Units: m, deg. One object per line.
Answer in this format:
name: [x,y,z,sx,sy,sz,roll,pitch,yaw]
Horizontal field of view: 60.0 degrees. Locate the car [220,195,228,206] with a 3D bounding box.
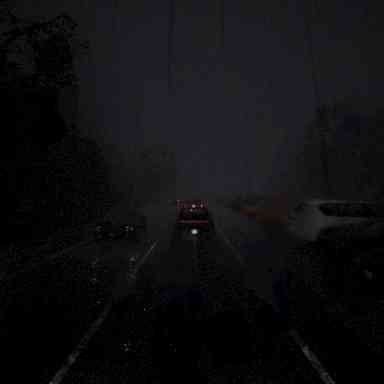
car: [7.123,1.631,49.874,4.792,1.488,2.163,0,0,0]

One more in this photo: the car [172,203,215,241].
car: [0.111,1.509,16.846,2.128,1.511,4.902,0,0,0]

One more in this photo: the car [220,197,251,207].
car: [7.205,1.630,55.426,4.892,1.521,2.231,0,0,0]

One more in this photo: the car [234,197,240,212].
car: [7.006,1.528,33.217,4.892,1.521,2.231,0,0,0]

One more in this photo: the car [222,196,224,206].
car: [7.099,1.617,47.098,4.792,1.488,2.163,0,0,0]

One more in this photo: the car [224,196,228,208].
car: [7.076,1.603,44.322,4.792,1.488,2.163,0,0,0]

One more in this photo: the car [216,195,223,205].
car: [6.990,1.612,52.652,5.366,1.575,1.946,0,0,0]

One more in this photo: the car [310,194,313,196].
car: [20.179,1.328,46.904,5.566,2.045,2.435,0,0,0]

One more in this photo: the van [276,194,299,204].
van: [20.535,1.477,71.960,4.442,1.987,1.878,0,0,0]

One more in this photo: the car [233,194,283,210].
car: [7.066,1.409,35.997,4.553,1.767,2.185,0,0,0]

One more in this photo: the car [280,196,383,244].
car: [6.876,1.329,13.795,5.566,2.045,2.435,0,0,0]

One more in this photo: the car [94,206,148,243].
car: [-3.339,1.495,16.384,1.882,1.535,5.008,0,0,0]

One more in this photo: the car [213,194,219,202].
car: [7.060,1.653,60.980,5.366,1.575,1.946,0,0,0]

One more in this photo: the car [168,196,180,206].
car: [-3.100,1.500,58.752,2.097,1.767,4.553,0,0,1]

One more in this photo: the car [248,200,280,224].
car: [6.733,1.546,22.126,5.366,1.575,1.946,0,0,0]

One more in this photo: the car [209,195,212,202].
car: [7.414,1.487,77.636,5.566,2.045,2.435,0,0,0]

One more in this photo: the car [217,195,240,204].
car: [7.261,1.558,66.531,4.553,1.767,2.185,0,0,0]

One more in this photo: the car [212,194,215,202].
car: [7.310,1.697,69.307,5.008,1.535,2.097,0,0,0]

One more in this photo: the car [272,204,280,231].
car: [7.057,1.566,16.570,5.366,1.575,1.946,0,0,0]

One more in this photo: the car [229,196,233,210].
car: [7.088,1.576,38.769,4.792,1.488,2.163,0,0,0]

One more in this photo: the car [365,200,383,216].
car: [20.120,1.549,33.056,4.792,1.488,2.163,0,0,0]

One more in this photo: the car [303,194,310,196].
car: [20.202,1.341,49.674,5.566,2.045,2.435,0,0,0]

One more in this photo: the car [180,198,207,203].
car: [0.158,1.404,33.856,2.097,1.767,4.553,0,0,0]

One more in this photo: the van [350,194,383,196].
van: [20.005,1.301,35.809,4.442,1.987,1.878,0,0,0]

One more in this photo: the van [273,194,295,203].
van: [20.557,1.490,74.604,4.442,1.987,1.878,0,0,0]

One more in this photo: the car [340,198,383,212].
car: [20.142,1.538,38.593,5.008,1.535,2.097,0,0,0]

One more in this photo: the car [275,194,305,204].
car: [20.367,1.438,69.190,5.566,2.045,2.435,0,0,0]

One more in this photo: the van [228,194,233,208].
van: [7.198,1.334,41.546,4.442,1.987,1.878,0,0,0]

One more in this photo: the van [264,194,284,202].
van: [20.394,1.603,82.900,4.442,1.987,1.878,0,-1,0]

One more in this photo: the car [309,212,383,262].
car: [6.830,1.590,11.020,5.008,1.535,2.097,0,0,0]

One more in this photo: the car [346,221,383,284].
car: [6.772,1.630,8.244,4.792,1.488,2.163,0,0,0]

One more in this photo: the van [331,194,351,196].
van: [20.277,1.326,41.363,4.442,1.987,1.878,0,0,0]

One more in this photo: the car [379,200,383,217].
car: [20.097,1.547,30.416,4.792,1.488,2.163,0,0,1]

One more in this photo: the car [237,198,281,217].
car: [6.781,1.527,27.799,5.366,1.575,1.946,0,0,0]

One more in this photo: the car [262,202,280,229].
car: [6.901,1.560,19.348,4.892,1.521,2.231,0,0,0]

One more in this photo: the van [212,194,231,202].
van: [7.316,1.614,83.172,4.442,1.987,1.878,0,-1,0]

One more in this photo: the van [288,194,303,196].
van: [20.442,1.422,60.879,4.442,1.987,1.878,0,0,0]

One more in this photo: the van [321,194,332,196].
van: [20.067,1.339,44.135,4.442,1.987,1.878,0,0,0]

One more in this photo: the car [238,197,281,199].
car: [7.174,1.523,30.448,5.366,1.575,1.946,0,0,0]

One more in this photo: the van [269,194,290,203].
van: [20.349,1.505,77.509,4.442,1.987,1.878,0,-1,0]

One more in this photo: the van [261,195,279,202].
van: [20.674,1.719,88.436,4.442,1.987,1.878,0,-1,0]
